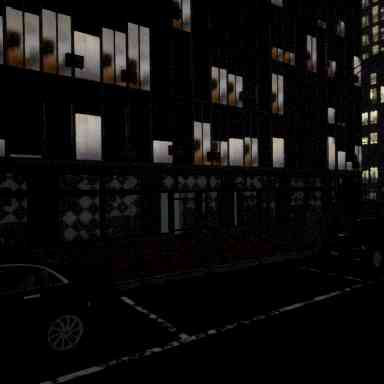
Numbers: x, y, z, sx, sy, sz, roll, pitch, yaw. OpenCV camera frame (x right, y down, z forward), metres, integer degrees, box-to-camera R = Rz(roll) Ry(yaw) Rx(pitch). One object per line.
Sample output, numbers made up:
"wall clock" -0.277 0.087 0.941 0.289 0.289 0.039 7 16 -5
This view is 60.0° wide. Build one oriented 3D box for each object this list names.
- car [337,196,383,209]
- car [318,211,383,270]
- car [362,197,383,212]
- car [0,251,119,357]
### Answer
"car" 20.577 1.274 40.861 1.752 1.417 4.829 -1 1 -35
"car" 5.986 1.541 11.006 4.507 1.381 1.887 0 -1 -35
"car" 18.078 1.442 34.354 1.994 1.385 4.181 -1 1 -35
"car" -3.189 1.551 4.427 4.403 1.369 2.008 0 -1 -35
